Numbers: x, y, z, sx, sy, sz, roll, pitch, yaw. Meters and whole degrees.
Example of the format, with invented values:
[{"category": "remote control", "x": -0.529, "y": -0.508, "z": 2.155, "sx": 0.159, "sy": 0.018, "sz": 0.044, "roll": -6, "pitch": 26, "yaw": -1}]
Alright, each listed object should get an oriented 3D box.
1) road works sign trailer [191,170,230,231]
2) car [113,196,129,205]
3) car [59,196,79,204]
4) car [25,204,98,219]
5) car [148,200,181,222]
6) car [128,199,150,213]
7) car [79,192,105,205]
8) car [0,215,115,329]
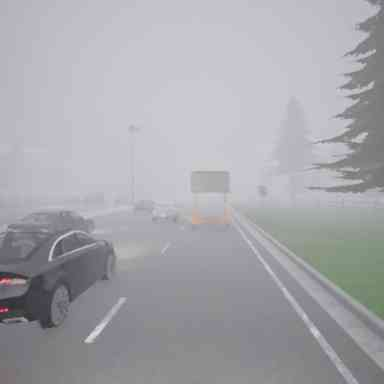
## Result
[{"category": "road works sign trailer", "x": 1.138, "y": 0.451, "z": 20.809, "sx": 2.380, "sy": 3.560, "sz": 2.880, "roll": 0, "pitch": 0, "yaw": 3}, {"category": "car", "x": -11.981, "y": 1.399, "z": 56.486, "sx": 1.837, "sy": 1.490, "sz": 4.892, "roll": 0, "pitch": 0, "yaw": 3}, {"category": "car", "x": -19.177, "y": 1.357, "z": 52.403, "sx": 2.128, "sy": 1.511, "sz": 4.902, "roll": 0, "pitch": 0, "yaw": 3}, {"category": "car", "x": -6.114, "y": 1.506, "z": 15.004, "sx": 2.033, "sy": 1.411, "sz": 5.357, "roll": 0, "pitch": 0, "yaw": 3}, {"category": "car", "x": -1.955, "y": 1.494, "z": 26.256, "sx": 1.812, "sy": 1.442, "sz": 4.674, "roll": 0, "pitch": 0, "yaw": 3}, {"category": "car", "x": -4.909, "y": 1.493, "z": 35.730, "sx": 2.033, "sy": 1.411, "sz": 5.357, "roll": 0, "pitch": 0, "yaw": 3}, {"category": "car", "x": -15.624, "y": 1.101, "z": 53.309, "sx": 2.150, "sy": 2.045, "sz": 5.566, "roll": 0, "pitch": 0, "yaw": 3}, {"category": "car", "x": -3.017, "y": 1.471, "z": 6.929, "sx": 2.128, "sy": 1.511, "sz": 4.902, "roll": 0, "pitch": 0, "yaw": 3}]
